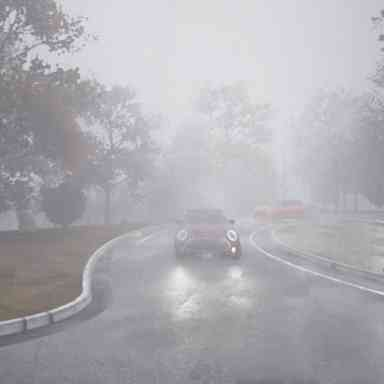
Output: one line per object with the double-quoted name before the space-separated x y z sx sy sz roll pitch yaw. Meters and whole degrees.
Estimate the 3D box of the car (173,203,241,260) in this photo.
"car" 0.449 1.358 12.391 2.097 1.767 4.553 0 0 -1

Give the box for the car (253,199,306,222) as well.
"car" 7.083 1.377 26.805 4.553 1.767 2.097 0 0 -34
